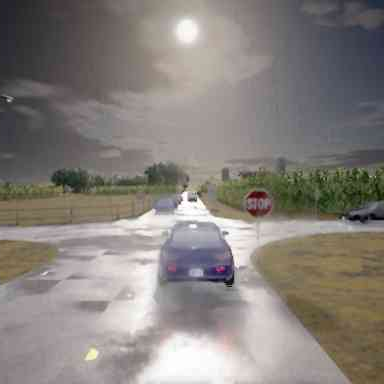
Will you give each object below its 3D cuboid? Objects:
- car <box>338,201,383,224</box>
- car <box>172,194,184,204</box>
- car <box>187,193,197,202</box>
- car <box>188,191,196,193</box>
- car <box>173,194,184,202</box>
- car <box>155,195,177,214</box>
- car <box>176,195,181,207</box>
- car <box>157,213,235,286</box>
[{"bbox_3d":[12.638,1.302,22.045,5.357,1.411,2.033,-1,0,-2],"label":"car"},{"bbox_3d":[-2.815,1.182,54.520,2.097,1.767,4.553,0,0,0],"label":"car"},{"bbox_3d":[0.121,1.322,67.053,1.895,1.301,4.718,0,1,0],"label":"car"},{"bbox_3d":[0.021,0.838,77.218,2.150,2.045,5.566,0,1,0],"label":"car"},{"bbox_3d":[-2.732,1.211,67.517,2.128,1.511,4.902,0,1,0],"label":"car"},{"bbox_3d":[-2.792,1.429,34.679,1.882,1.535,5.008,0,0,-2],"label":"car"},{"bbox_3d":[-2.833,1.499,44.460,1.895,1.301,4.718,0,0,0],"label":"car"},{"bbox_3d":[0.099,1.545,9.336,1.812,1.442,4.674,0,0,0],"label":"car"}]
